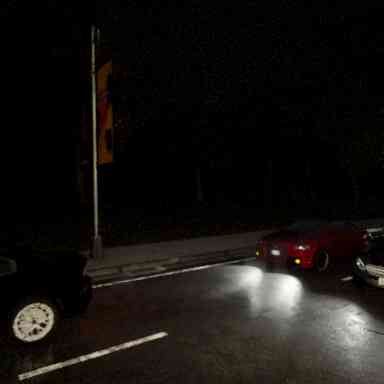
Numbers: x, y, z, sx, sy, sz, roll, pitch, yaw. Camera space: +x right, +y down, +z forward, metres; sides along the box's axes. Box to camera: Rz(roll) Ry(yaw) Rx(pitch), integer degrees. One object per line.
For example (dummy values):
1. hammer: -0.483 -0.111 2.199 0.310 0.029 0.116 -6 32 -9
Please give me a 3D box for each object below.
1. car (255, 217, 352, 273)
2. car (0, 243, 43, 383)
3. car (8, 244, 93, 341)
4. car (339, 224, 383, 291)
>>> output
1. car: 3.983 1.518 10.619 4.181 1.385 1.994 -1 0 -36
2. car: -3.275 1.377 1.310 4.553 1.767 2.097 -1 0 -36
3. car: -4.021 1.504 4.784 5.008 1.535 1.882 -1 0 -36
4. car: 5.656 1.472 7.812 4.674 1.442 1.812 -1 0 -36
